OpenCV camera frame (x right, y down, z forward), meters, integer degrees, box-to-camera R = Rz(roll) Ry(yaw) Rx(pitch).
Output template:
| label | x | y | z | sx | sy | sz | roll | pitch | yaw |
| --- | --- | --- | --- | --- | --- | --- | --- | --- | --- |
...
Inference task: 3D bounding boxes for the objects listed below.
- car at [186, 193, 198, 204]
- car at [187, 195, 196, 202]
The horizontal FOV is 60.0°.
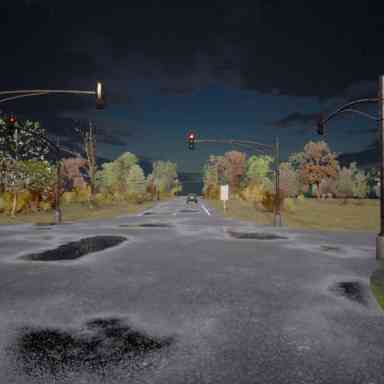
| label | x | y | z | sx | sy | sz | roll | pitch | yaw |
| --- | --- | --- | --- | --- | --- | --- | --- | --- | --- |
| car | -0.002 | 1.291 | 67.629 | 2.150 | 2.045 | 5.566 | 0 | 0 | 0 |
| car | -0.003 | 1.464 | 78.020 | 2.033 | 1.411 | 5.357 | 0 | 0 | 0 |
